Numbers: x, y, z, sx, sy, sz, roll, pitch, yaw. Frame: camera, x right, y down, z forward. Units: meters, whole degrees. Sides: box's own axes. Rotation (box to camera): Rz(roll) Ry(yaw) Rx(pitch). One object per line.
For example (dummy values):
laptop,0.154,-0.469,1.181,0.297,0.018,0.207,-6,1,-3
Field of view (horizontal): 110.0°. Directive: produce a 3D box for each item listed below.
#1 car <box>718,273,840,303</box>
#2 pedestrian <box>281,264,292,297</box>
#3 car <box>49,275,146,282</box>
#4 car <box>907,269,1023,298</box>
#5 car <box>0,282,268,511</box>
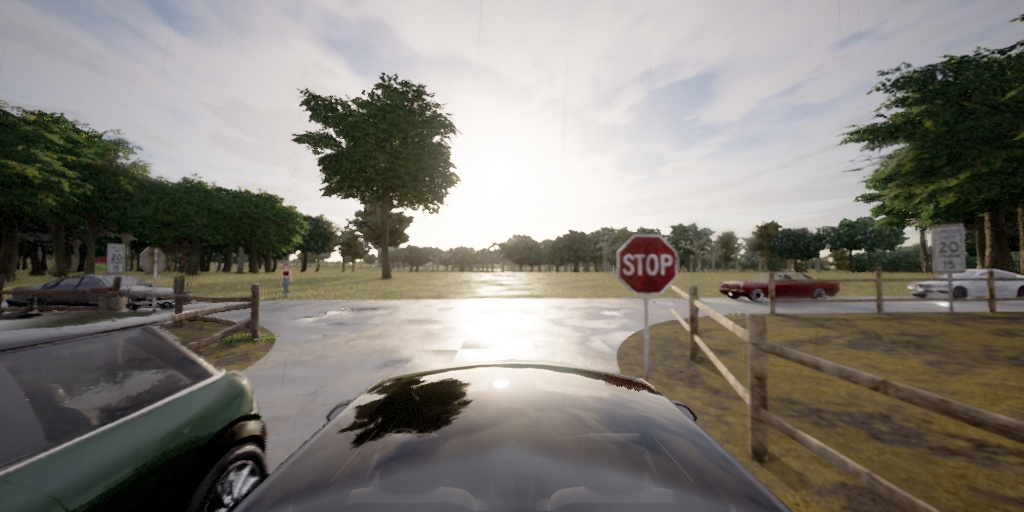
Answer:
car,12.532,1.475,17.065,4.718,1.301,1.895,0,-2,-2
pedestrian,-12.422,1.347,19.734,0.375,1.860,0.375,0,-2,-1
car,-15.555,1.425,13.697,5.357,1.411,2.033,0,-2,-1
car,21.918,1.345,17.126,4.674,1.442,1.812,0,-2,2
car,-2.784,1.093,0.679,2.097,1.767,4.553,0,-1,-1
